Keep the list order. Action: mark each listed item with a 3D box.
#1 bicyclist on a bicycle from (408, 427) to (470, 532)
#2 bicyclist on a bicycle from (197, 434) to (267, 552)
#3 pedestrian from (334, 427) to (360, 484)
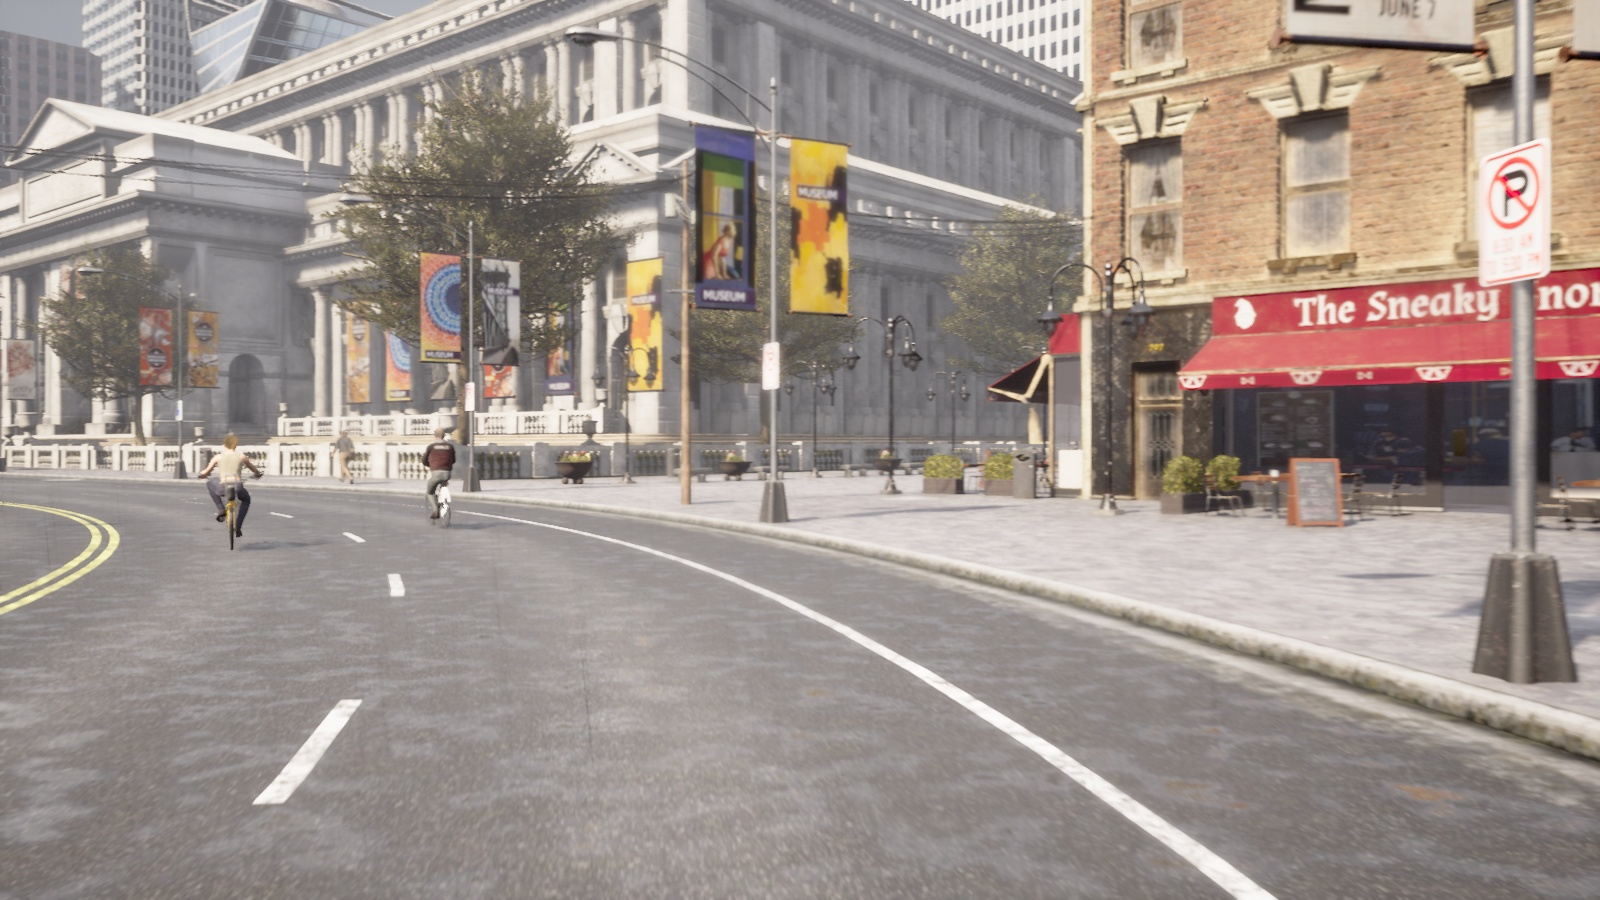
[{"bbox_3d":[-6.442,0.492,22.353,0.659,1.776,1.843,-1,1,-28],"label":"bicyclist on a bicycle"},{"bbox_3d":[-8.178,0.583,18.072,0.866,1.612,1.509,-1,1,-25],"label":"bicyclist on a bicycle"},{"bbox_3d":[-14.932,0.173,41.372,0.694,1.848,0.540,0,0,43],"label":"pedestrian"}]
